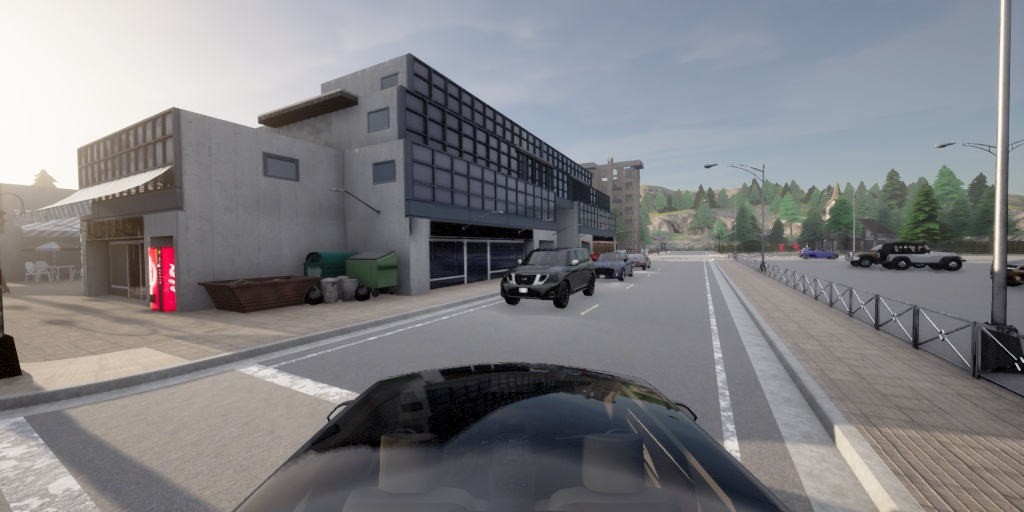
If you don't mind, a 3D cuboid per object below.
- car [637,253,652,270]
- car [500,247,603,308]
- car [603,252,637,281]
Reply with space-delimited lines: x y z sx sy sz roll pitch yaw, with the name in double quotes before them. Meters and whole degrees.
"car" 11.066 0.431 31.708 1.812 1.442 4.674 0 2 28
"car" 1.654 0.679 13.983 2.150 2.045 5.566 0 1 28
"car" 6.265 0.539 22.672 2.097 1.767 4.553 0 2 28
